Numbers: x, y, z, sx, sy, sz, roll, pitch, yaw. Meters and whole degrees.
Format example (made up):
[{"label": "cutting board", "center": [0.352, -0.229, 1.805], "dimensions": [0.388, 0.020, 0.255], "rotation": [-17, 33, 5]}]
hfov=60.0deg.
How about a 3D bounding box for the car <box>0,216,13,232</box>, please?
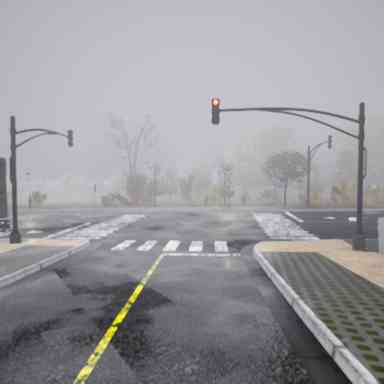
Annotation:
[{"label": "car", "center": [-13.404, 1.829, 20.610], "dimensions": [4.902, 1.511, 2.128], "rotation": [-1, 2, 6]}]
